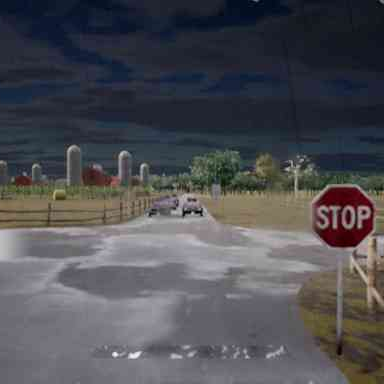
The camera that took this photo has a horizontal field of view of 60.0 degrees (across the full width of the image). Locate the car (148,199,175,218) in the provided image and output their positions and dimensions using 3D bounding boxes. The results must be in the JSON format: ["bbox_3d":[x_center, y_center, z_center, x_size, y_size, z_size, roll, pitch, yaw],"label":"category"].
[{"bbox_3d":[-2.844,1.580,30.198,1.895,1.301,4.718,0,0,-1],"label":"car"}]

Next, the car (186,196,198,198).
[{"bbox_3d":[-0.001,1.404,61.193,1.882,1.535,5.008,0,0,0],"label":"car"}]

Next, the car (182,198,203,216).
[{"bbox_3d":[0.048,1.577,32.101,1.895,1.301,4.718,0,0,0],"label":"car"}]

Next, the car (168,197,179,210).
[{"bbox_3d":[-2.907,1.528,40.715,1.994,1.385,4.181,0,0,0],"label":"car"}]

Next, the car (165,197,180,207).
[{"bbox_3d":[-2.910,1.493,51.298,2.033,1.411,5.357,0,0,0],"label":"car"}]
